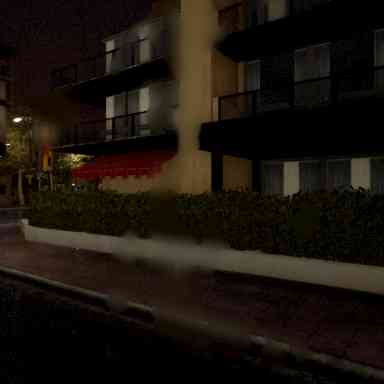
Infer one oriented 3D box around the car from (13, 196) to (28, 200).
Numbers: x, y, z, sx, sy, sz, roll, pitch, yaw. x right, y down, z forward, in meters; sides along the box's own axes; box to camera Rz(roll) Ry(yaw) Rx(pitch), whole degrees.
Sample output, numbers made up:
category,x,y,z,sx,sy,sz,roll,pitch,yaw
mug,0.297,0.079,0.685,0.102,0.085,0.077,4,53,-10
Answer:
category,x,y,z,sx,sy,sz,roll,pitch,yaw
car,-36.180,1.481,67.980,4.892,1.521,2.231,0,0,36
